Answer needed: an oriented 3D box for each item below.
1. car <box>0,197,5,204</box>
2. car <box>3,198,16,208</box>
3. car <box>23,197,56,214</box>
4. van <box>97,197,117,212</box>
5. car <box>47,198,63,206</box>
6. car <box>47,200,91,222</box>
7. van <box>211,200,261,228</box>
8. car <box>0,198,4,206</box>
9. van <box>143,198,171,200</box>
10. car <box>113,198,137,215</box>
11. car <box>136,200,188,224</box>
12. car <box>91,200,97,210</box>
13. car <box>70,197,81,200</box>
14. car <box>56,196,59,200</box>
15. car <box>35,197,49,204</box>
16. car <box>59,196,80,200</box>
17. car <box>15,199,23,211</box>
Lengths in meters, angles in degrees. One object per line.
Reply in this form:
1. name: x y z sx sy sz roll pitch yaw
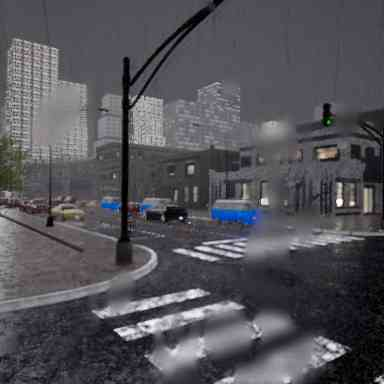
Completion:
1. car: -39.358 1.757 67.534 1.752 1.417 4.829 1 -1 -36
2. car: -26.482 1.696 49.799 1.887 1.381 4.507 1 -1 -36
3. car: -16.749 1.539 36.396 1.967 1.590 4.097 1 -1 -36
4. van: -9.957 1.543 41.305 1.690 1.788 3.998 1 -1 -36
5. car: -26.278 1.820 63.782 1.752 1.417 4.829 1 -1 -36
6. car: -10.161 1.592 27.320 1.752 1.417 4.829 1 -1 -36
7. van: 3.020 1.483 23.431 1.690 1.788 3.998 1 -1 -36
8. car: -32.970 1.735 58.736 1.887 1.381 4.507 1 -1 -36
9. van: -3.469 1.511 32.368 1.690 1.788 3.998 1 -1 -36
10. car: -6.713 1.730 36.834 1.887 1.381 4.507 1 -1 -36
11. car: -2.211 1.648 26.062 1.837 1.490 4.892 1 -1 -36
12. car: -13.302 1.745 45.909 1.752 1.417 4.829 1 -1 -36
13. car: -16.446 1.802 50.239 1.947 1.339 4.313 1 -1 -36
14. car: -22.934 1.589 59.179 2.192 1.841 5.009 1 -1 -36
15. car: -32.667 1.880 72.581 1.887 1.381 4.507 1 -1 -36
16. car: -19.689 1.570 54.710 2.192 1.841 5.009 1 -1 -36
17. car: -19.994 1.661 40.863 1.887 1.381 4.507 1 -1 -36
